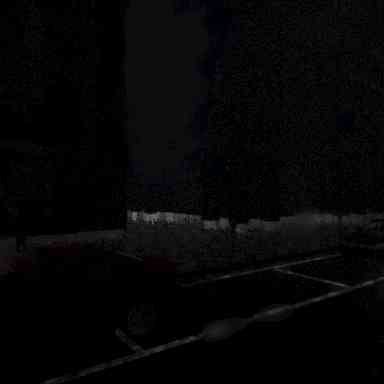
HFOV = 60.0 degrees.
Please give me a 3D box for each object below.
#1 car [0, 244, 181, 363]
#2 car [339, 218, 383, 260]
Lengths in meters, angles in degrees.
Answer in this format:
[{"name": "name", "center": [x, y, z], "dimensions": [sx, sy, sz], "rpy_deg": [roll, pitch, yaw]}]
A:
[{"name": "car", "center": [-2.297, 1.544, 5.006], "dimensions": [4.507, 1.381, 1.887], "rpy_deg": [0, 0, -35]}, {"name": "car", "center": [6.823, 1.583, 11.512], "dimensions": [4.206, 1.307, 1.802], "rpy_deg": [0, 0, -35]}]
